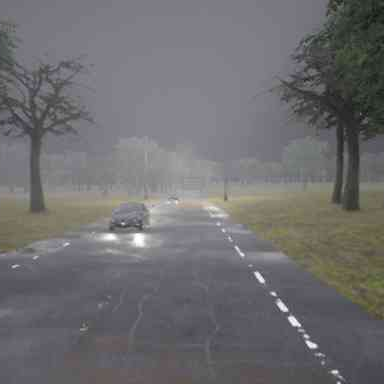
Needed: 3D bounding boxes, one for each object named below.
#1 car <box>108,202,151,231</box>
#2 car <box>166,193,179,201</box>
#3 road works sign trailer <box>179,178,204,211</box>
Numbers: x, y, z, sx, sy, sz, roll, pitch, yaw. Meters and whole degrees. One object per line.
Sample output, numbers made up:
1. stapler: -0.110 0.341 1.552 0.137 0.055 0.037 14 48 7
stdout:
1. car: -3.596 1.398 19.803 1.837 1.490 4.892 0 0 0
2. car: -3.524 0.902 61.104 1.837 1.490 4.892 0 1 1
3. road works sign trailer: 0.006 0.206 35.170 2.380 3.560 2.880 0 1 0
